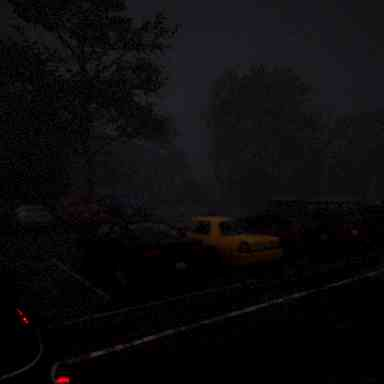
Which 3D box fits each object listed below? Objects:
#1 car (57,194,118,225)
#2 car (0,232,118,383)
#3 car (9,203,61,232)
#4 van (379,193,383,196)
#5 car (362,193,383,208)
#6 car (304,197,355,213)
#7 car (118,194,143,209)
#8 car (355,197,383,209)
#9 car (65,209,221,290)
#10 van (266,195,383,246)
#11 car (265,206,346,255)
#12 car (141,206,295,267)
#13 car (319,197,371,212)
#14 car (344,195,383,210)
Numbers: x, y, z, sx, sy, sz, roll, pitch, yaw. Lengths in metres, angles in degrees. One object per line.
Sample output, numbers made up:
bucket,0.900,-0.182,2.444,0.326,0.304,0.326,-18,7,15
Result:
car,-7.179,1.202,21.386,2.435,2.045,5.566,0,0,-36
car,-2.933,1.358,1.593,4.553,1.767,2.097,0,0,-35
car,-9.559,1.500,19.716,2.002,1.452,4.674,0,0,-36
van,14.343,1.202,20.594,1.878,1.987,4.442,0,0,-36
car,26.753,1.144,45.735,2.435,2.045,5.566,0,0,-36
car,15.479,1.416,37.640,2.231,1.521,4.892,0,0,-36
car,-5.015,1.199,22.935,2.435,2.045,5.566,0,0,-36
car,24.530,1.428,44.073,2.163,1.488,4.792,0,0,-36
car,-1.677,1.457,9.269,2.097,1.535,5.008,0,0,-36
van,5.224,1.218,14.070,1.878,1.987,4.442,0,0,-36
car,2.860,1.477,12.557,2.163,1.488,4.792,0,0,-36
car,0.489,1.449,11.053,1.946,1.575,5.366,0,0,-36
car,17.848,1.407,39.100,1.946,1.575,5.366,0,0,-36
car,22.236,1.277,42.506,2.185,1.767,4.553,0,0,-36
